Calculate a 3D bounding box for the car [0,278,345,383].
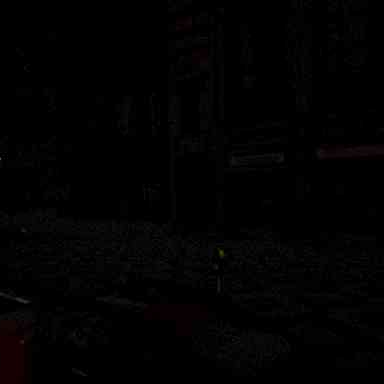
[{"bbox_3d":[-0.647,1.603,3.440,4.206,1.307,1.802,-1,-1,35],"label":"car"}]
